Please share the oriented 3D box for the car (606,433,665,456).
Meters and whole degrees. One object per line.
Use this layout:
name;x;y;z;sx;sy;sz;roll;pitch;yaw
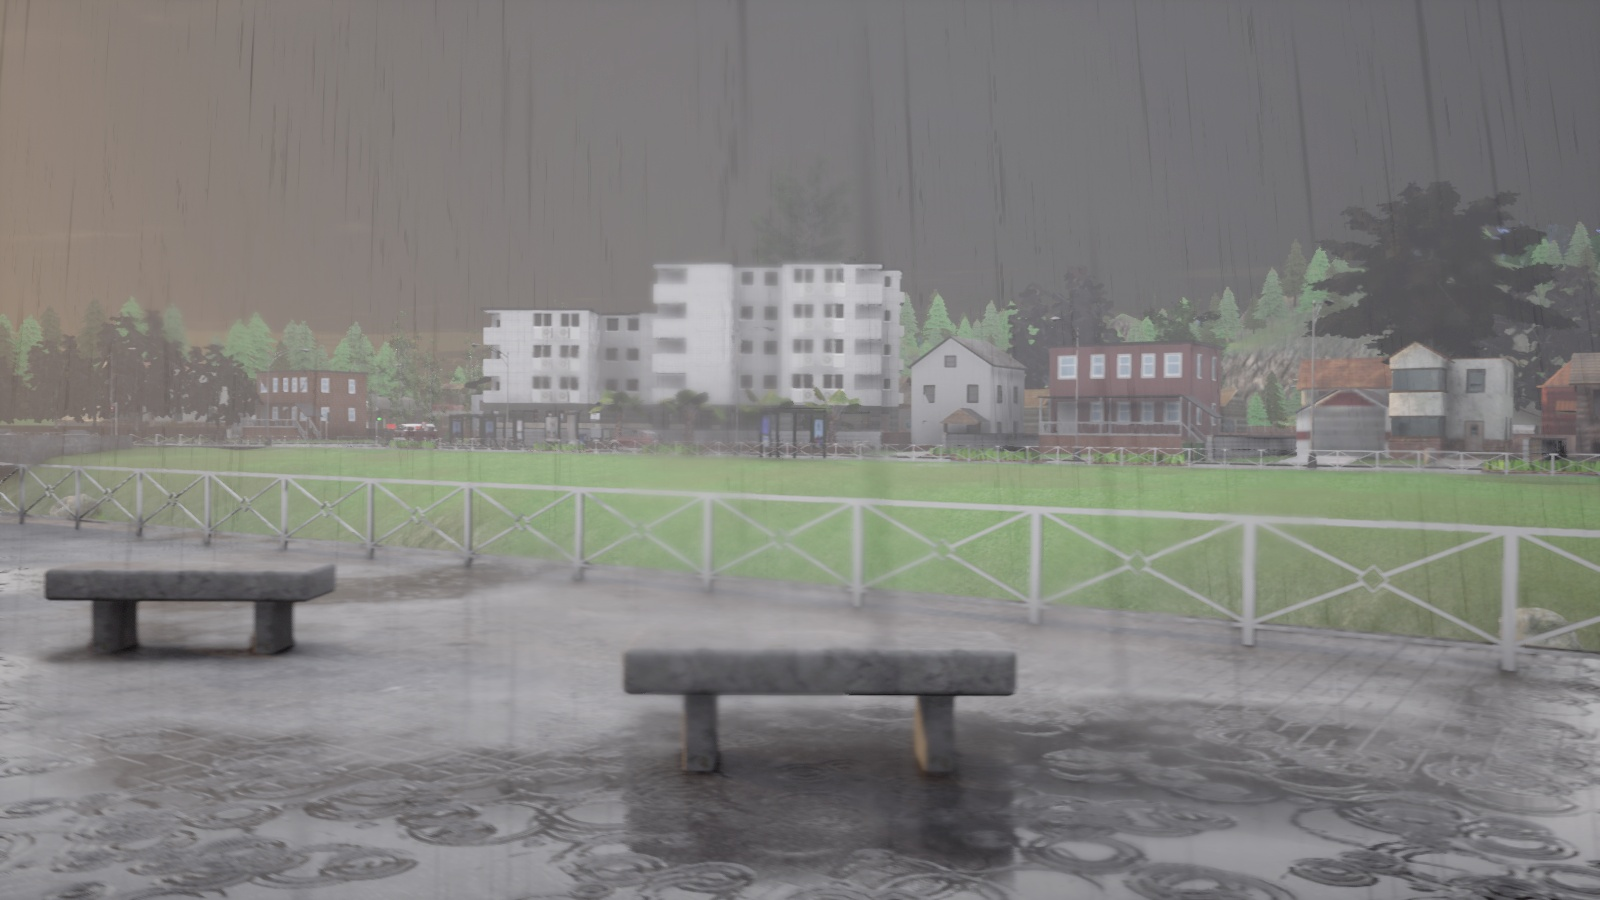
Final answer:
car;-11.238;-0.359;85.771;3.705;1.549;1.789;0;1;34
